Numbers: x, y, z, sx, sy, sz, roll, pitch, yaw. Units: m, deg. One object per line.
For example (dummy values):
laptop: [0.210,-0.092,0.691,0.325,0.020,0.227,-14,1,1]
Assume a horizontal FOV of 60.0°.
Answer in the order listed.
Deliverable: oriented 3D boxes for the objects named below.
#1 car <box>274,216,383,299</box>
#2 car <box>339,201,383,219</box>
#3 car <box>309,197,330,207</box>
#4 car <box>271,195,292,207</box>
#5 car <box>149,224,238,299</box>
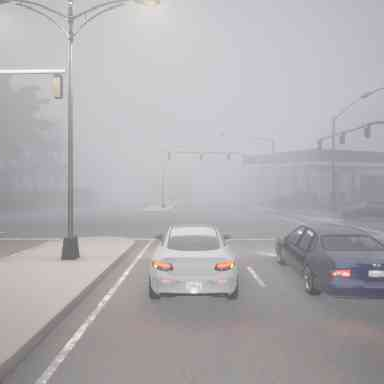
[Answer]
car: [3.508,1.547,8.611,2.033,1.411,5.357,0,0,3]
car: [14.744,1.526,27.801,4.674,1.442,1.812,0,0,-1]
car: [18.622,1.456,48.737,1.970,1.475,3.806,0,0,0]
car: [12.882,1.295,47.935,2.242,1.667,4.611,0,0,0]
car: [0.029,1.526,8.303,1.812,1.442,4.674,0,0,0]
